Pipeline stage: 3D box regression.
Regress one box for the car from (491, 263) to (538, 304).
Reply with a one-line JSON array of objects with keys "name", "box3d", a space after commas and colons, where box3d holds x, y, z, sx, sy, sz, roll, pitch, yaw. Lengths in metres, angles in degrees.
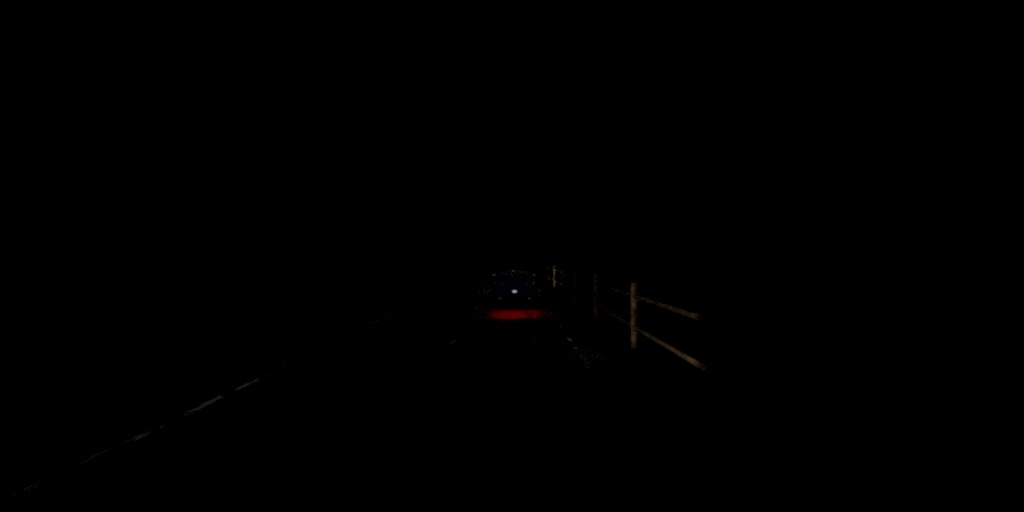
[{"name": "car", "box3d": [0.099, 1.229, 16.386, 1.882, 1.535, 5.008, 0, 0, 0]}]
